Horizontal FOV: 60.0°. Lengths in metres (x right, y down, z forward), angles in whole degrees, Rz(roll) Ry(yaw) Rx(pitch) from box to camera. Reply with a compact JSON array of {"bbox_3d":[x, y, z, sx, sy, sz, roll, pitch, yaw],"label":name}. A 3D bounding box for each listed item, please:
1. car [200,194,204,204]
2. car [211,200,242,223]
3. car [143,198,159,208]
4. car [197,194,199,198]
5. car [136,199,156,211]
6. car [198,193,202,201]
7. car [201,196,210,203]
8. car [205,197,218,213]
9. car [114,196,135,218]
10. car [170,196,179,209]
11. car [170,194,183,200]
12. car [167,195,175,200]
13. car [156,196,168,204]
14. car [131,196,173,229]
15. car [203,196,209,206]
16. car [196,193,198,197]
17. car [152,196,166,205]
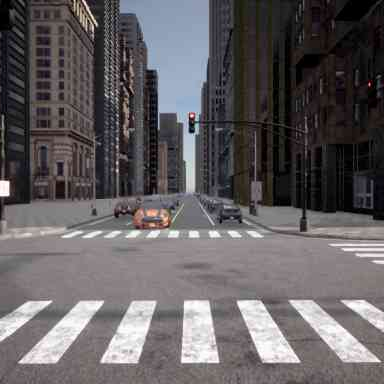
[{"bbox_3d":[2.748,1.450,53.353,1.967,1.590,4.097,0,0,0],"label":"car"},{"bbox_3d":[2.754,1.552,25.150,2.008,1.369,4.403,0,0,0],"label":"car"},{"bbox_3d":[-5.776,1.589,47.701,1.802,1.307,4.206,0,0,0],"label":"car"},{"bbox_3d":[2.743,1.569,75.915,1.887,1.381,4.507,0,0,0],"label":"car"},{"bbox_3d":[-5.775,1.571,42.061,1.947,1.339,4.313,0,0,0],"label":"car"},{"bbox_3d":[2.745,1.456,64.634,1.967,1.590,4.097,0,0,0],"label":"car"},{"bbox_3d":[2.744,1.545,70.445,1.752,1.417,4.829,0,0,0],"label":"car"},{"bbox_3d":[2.752,1.554,36.431,2.008,1.369,4.403,0,0,0],"label":"car"},{"bbox_3d":[-5.772,1.318,30.779,2.192,1.841,5.009,0,0,0],"label":"car"},{"bbox_3d":[-3.087,1.553,42.901,2.033,1.411,5.357,0,0,0],"label":"car"},{"bbox_3d":[-3.029,1.501,53.014,2.128,1.511,4.902,0,0,0],"label":"car"},{"bbox_3d":[-5.787,1.567,92.657,1.752,1.417,4.829,0,0,0],"label":"car"},{"bbox_3d":[-5.780,1.541,64.453,1.752,1.417,4.829,0,0,0],"label":"car"},{"bbox_3d":[-2.632,1.352,21.587,2.097,1.767,4.553,0,0,-8],"label":"car"},{"bbox_3d":[2.751,1.550,42.072,1.887,1.381,4.507,0,0,0],"label":"car"},{"bbox_3d":[2.740,1.561,87.366,1.752,1.417,4.829,0,0,0],"label":"car"},{"bbox_3d":[-5.779,1.453,58.983,1.967,1.590,4.097,0,0,0],"label":"car"}]
